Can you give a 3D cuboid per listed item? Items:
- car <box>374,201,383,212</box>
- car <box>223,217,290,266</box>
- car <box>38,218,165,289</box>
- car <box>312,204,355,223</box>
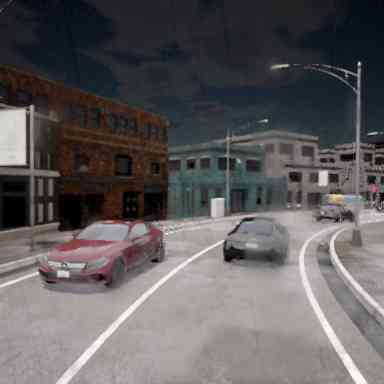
[{"bbox_3d":[25.411,1.872,42.747,4.892,1.490,1.837,2,0,-34],"label":"car"},{"bbox_3d":[2.438,1.595,11.945,1.994,1.385,4.181,1,0,18],"label":"car"},{"bbox_3d":[-2.163,1.499,9.355,1.812,1.442,4.674,1,0,15],"label":"car"},{"bbox_3d":[11.883,1.717,27.518,5.357,1.411,2.033,1,0,-45],"label":"car"}]
